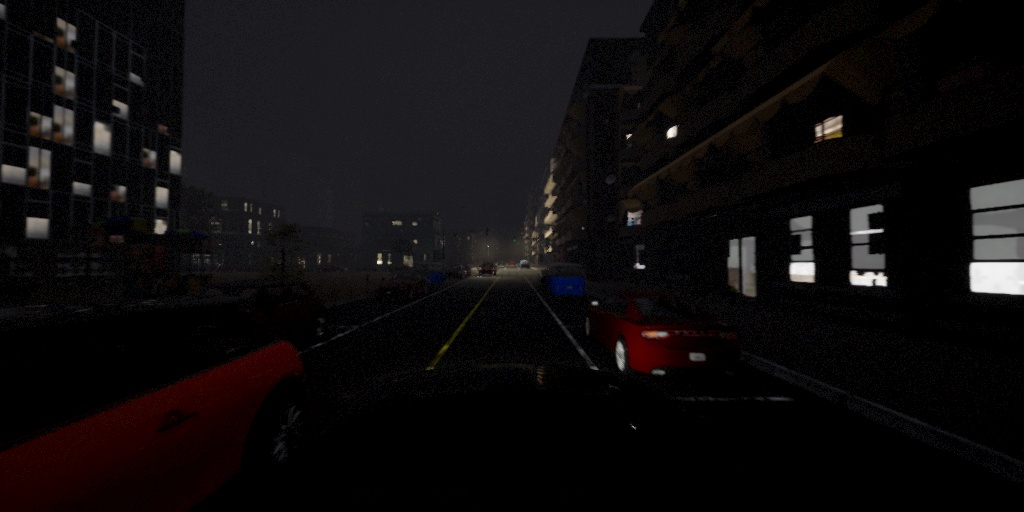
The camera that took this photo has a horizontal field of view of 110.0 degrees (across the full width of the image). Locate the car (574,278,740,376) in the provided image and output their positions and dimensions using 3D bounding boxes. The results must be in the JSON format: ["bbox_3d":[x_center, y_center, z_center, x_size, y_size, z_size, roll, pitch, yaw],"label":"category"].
[{"bbox_3d":[2.691,1.356,7.437,1.888,1.381,4.507,0,0,0],"label":"car"}]

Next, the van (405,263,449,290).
[{"bbox_3d":[-5.661,1.325,24.339,1.690,1.789,3.998,0,0,0],"label":"van"}]

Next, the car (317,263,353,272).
[{"bbox_3d":[-26.385,1.755,53.029,4.097,1.591,1.967,0,0,1],"label":"car"}]

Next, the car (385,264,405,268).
[{"bbox_3d":[-19.728,2.043,61.577,4.403,1.370,2.007,0,0,1],"label":"car"}]

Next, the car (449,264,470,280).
[{"bbox_3d":[-5.664,1.536,35.631,1.967,1.591,4.097,0,0,0],"label":"car"}]

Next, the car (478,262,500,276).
[{"bbox_3d":[-3.010,1.591,44.824,2.097,1.767,4.553,0,-1,0],"label":"car"}]

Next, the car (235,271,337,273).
[{"bbox_3d":[-5.657,1.250,7.403,1.967,1.591,4.097,0,0,0],"label":"car"}]

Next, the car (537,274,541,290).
[{"bbox_3d":[2.687,1.551,24.374,1.948,1.339,4.313,0,0,0],"label":"car"}]

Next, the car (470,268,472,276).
[{"bbox_3d":[-5.665,1.697,41.276,1.888,1.381,4.507,0,0,0],"label":"car"}]

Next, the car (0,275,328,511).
[{"bbox_3d":[-3.099,1.102,1.715,2.097,1.767,4.553,0,-1,0],"label":"car"}]

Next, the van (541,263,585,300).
[{"bbox_3d":[2.689,1.269,18.728,1.690,1.789,3.998,0,0,0],"label":"van"}]

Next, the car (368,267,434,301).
[{"bbox_3d":[-5.660,1.472,18.693,1.888,1.381,4.507,0,0,0],"label":"car"}]
